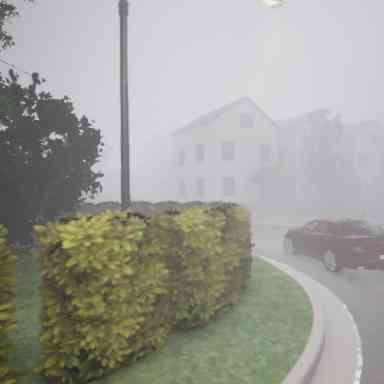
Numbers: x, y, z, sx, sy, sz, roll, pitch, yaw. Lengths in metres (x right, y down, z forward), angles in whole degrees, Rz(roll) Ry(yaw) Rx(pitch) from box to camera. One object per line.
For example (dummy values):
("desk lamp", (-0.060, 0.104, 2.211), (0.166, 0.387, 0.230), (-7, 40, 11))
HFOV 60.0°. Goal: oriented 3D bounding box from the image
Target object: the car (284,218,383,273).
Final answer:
("car", (4.772, 1.594, 11.166), (1.882, 1.535, 5.008), (0, -1, -6))
